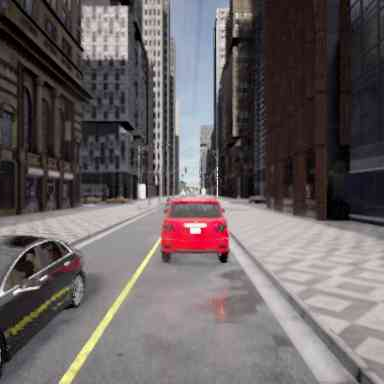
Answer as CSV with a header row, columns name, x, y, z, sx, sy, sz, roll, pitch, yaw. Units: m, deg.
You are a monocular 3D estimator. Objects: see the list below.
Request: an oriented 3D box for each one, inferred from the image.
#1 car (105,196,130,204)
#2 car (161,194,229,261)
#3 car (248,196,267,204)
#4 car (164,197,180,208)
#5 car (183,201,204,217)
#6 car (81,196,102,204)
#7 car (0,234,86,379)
name,x,y,z,sx,sy,sz,roll,pitch,yaw
car,-15.011,1.573,66.819,4.829,1.417,1.752,0,0,0
car,0.098,1.223,12.353,2.150,2.045,5.566,0,0,0
car,11.900,1.388,58.129,4.097,1.590,1.967,0,0,0
car,-2.996,1.526,50.303,2.128,1.511,4.902,0,0,0
car,0.104,1.602,32.422,1.895,1.301,4.718,0,0,0
car,-20.612,1.589,66.854,4.829,1.417,1.752,0,0,0
car,-3.099,1.506,5.054,1.837,1.490,4.892,0,0,0
